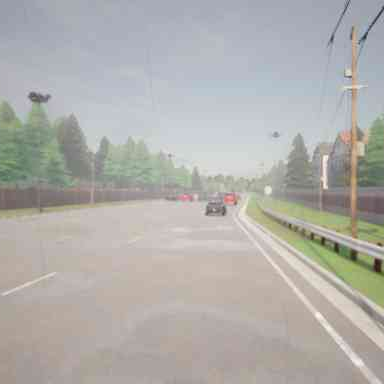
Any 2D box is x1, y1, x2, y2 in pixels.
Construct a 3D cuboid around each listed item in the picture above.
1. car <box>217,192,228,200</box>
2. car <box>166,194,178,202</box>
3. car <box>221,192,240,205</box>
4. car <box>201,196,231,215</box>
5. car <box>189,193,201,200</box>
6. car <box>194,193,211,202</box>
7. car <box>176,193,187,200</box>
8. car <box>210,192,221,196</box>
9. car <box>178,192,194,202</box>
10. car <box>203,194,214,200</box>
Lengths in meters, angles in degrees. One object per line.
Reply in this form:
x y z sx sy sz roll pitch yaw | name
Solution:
7.710 0.958 83.506 2.150 2.045 5.566 0 0 10 | car
-4.462 1.365 75.062 1.882 1.535 5.008 0 0 10 | car
6.632 1.155 56.953 2.150 2.045 5.566 0 0 10 | car
2.467 1.451 32.988 2.128 1.511 4.902 0 0 9 | car
0.808 1.077 84.676 2.097 1.767 4.553 0 0 10 | car
2.429 1.423 73.834 2.128 1.511 4.902 0 0 10 | car
-2.638 1.072 85.291 2.097 1.767 4.553 0 0 10 | car
5.875 1.428 73.219 2.128 1.511 4.902 0 0 10 | car
-1.011 1.118 74.477 2.150 2.045 5.566 0 0 10 | car
4.258 1.253 84.092 2.128 1.511 4.902 0 0 10 | car
